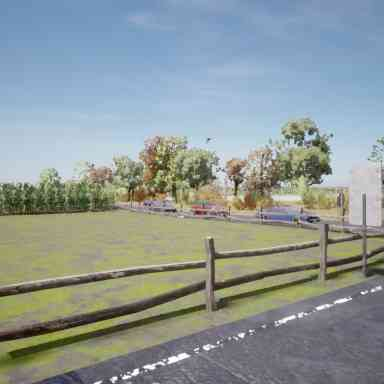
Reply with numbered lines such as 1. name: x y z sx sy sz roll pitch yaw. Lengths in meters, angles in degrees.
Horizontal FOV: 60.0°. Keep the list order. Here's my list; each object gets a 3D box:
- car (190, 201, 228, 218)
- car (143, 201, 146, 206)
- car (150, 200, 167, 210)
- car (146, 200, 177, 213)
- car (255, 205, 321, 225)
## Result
1. car: 1.743 1.728 35.070 2.097 1.767 4.553 -1 0 -33
2. car: -8.260 2.224 64.390 2.128 1.511 4.902 0 0 -16
3. car: -5.585 2.149 55.117 1.812 1.442 4.674 -1 -1 -17
4. car: -3.846 2.062 43.923 2.033 1.411 5.357 -1 0 -29
5. car: 7.506 1.783 26.676 2.033 1.411 5.357 -1 0 -35
